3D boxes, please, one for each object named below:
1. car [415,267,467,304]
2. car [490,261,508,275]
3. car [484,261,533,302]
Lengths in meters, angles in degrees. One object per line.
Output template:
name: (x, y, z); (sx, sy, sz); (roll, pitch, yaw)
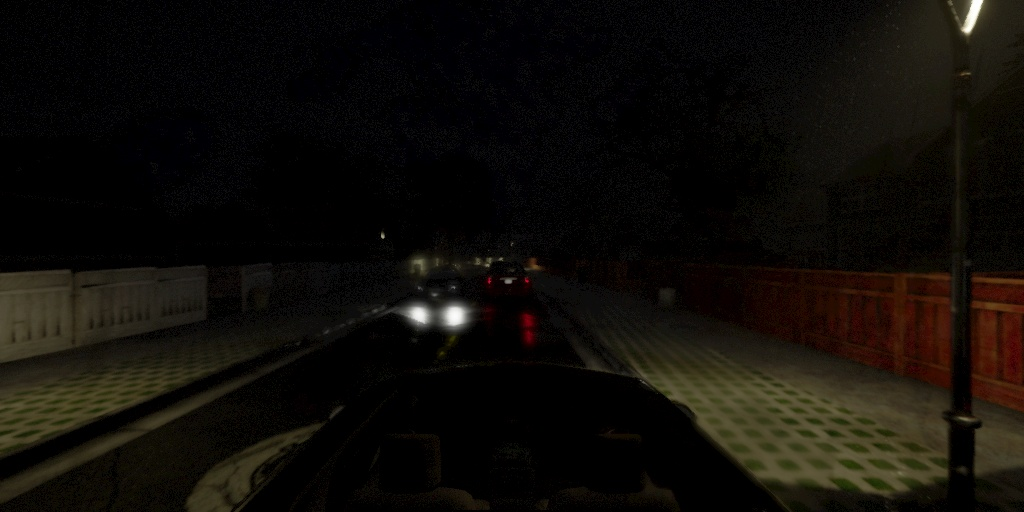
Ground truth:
car: (-3.133, 1.269, 16.542); (1.812, 1.442, 4.674); (0, 0, -2)
car: (-1.534, 1.258, 40.010); (1.812, 1.442, 4.674); (0, 0, -5)
car: (-0.213, 1.090, 17.160); (2.097, 1.767, 4.553); (0, 0, -2)
